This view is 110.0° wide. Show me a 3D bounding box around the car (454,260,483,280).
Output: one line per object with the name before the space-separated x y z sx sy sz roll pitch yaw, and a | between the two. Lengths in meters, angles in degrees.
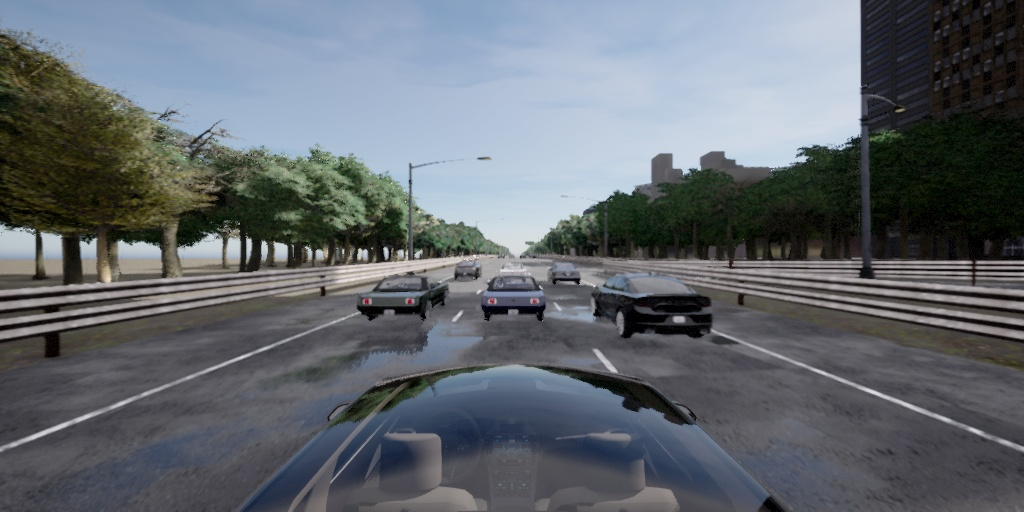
car | -3.438 1.085 28.781 2.128 1.511 4.902 0 1 0

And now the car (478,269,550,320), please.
car | 0.059 1.299 12.383 1.895 1.301 4.718 0 0 0

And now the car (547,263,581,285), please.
car | 3.535 1.171 25.018 2.033 1.411 5.357 0 0 0

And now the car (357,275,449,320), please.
car | -3.441 1.299 12.343 1.895 1.301 4.718 0 0 0

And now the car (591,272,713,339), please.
car | 3.539 1.187 10.030 1.882 1.535 5.008 0 0 0

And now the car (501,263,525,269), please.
car | 0.054 1.206 27.331 1.895 1.301 4.718 0 1 0
